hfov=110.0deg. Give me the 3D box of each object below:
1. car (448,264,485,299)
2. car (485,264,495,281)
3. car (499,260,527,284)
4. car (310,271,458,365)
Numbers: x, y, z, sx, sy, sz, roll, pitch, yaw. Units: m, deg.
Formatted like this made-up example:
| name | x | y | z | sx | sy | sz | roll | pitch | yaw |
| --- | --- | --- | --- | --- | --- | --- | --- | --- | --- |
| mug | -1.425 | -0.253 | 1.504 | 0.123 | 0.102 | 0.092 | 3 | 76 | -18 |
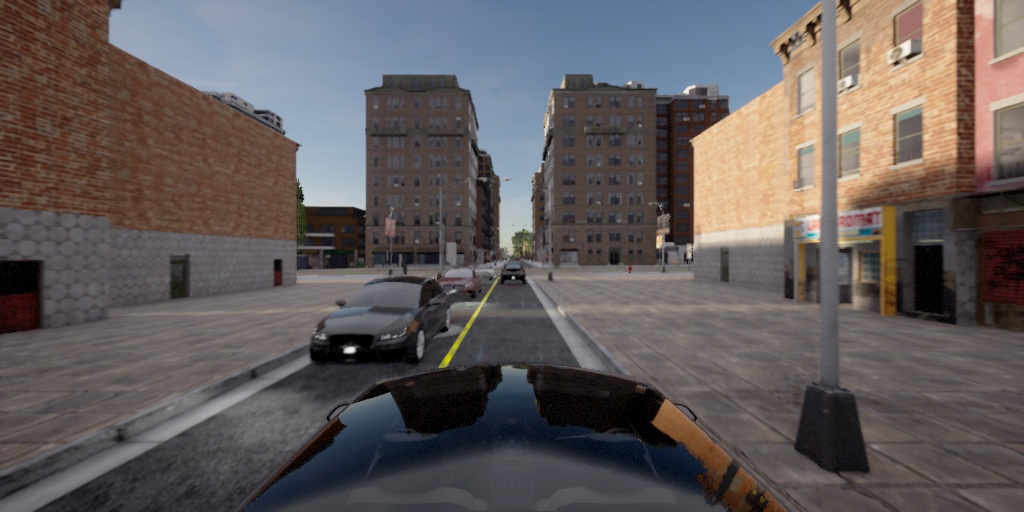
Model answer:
| name | x | y | z | sx | sy | sz | roll | pitch | yaw |
| --- | --- | --- | --- | --- | --- | --- | --- | --- | --- |
| car | -2.585 | 1.286 | 18.243 | 1.812 | 1.442 | 4.674 | 0 | 0 | 0 |
| car | -2.505 | 1.367 | 30.755 | 1.895 | 1.301 | 4.718 | 0 | 0 | 0 |
| car | 0.098 | 1.269 | 27.464 | 1.837 | 1.490 | 4.892 | 0 | 0 | 0 |
| car | -2.593 | 1.260 | 8.172 | 1.837 | 1.490 | 4.892 | 0 | 0 | 0 |
